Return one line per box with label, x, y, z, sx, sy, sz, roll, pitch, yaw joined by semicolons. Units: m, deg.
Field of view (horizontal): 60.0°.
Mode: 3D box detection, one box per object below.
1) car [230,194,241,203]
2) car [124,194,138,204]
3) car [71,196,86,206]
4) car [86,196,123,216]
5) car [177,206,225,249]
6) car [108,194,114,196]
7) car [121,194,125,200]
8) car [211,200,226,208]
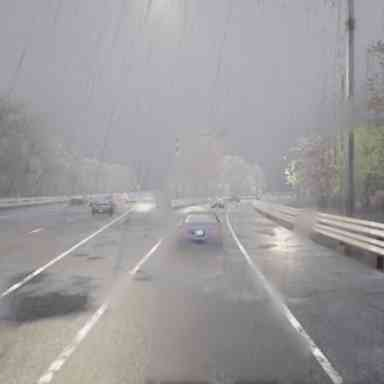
car;10.645;1.591;81.537;2.150;2.045;5.566;0;0;15
car;-11.351;1.499;63.291;1.895;1.301;4.718;0;0;-6
car;-17.161;1.348;51.080;1.882;1.535;5.008;0;0;-6
car;-8.143;1.426;31.294;2.128;1.511;4.902;0;0;-6
car;0.406;1.569;14.776;2.033;1.411;5.357;0;0;3
car;-20.618;1.327;84.558;1.837;1.490;4.892;0;0;-6
car;-16.981;1.328;83.368;1.882;1.535;5.008;0;0;-6
car;4.088;1.806;50.266;1.895;1.301;4.718;0;0;9
